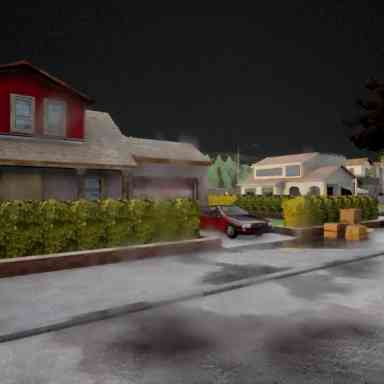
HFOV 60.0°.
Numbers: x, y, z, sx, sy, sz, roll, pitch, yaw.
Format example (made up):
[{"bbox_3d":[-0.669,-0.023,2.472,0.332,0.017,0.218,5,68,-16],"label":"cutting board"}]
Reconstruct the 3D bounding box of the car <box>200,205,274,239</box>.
[{"bbox_3d":[1.530,1.356,16.517,2.033,1.415,5.357,0,0,-33],"label":"car"}]
